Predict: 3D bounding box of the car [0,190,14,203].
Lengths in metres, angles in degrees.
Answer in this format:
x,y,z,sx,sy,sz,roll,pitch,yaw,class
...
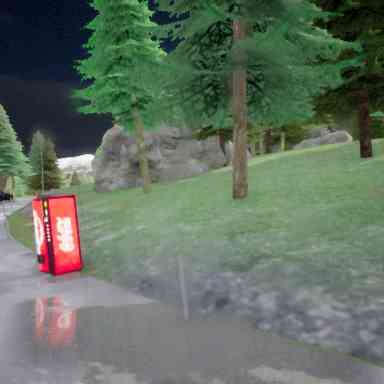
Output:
x,y,z,sx,sy,sz,roll,pitch,yaw,class
-22.109,0.527,37.851,1.812,1.442,4.674,-3,3,-4,car

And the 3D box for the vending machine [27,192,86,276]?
x,y,z,sx,sy,sz,roll,pitch,yaw,class
-3.778,1.125,9.296,1.100,2.100,0.880,-6,0,-44,vending machine
